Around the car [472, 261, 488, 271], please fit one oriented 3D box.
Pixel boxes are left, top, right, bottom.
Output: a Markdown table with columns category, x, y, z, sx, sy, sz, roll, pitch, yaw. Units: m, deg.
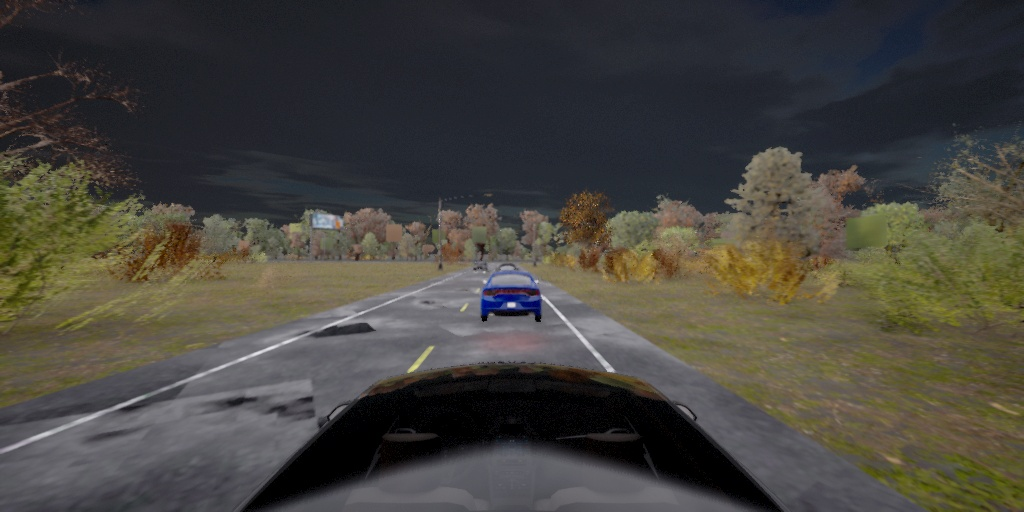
| category | x | y | z | sx | sy | sz | roll | pitch | yaw |
| --- | --- | --- | --- | --- | --- | --- | --- | --- | --- |
| car | -4.417 | 1.418 | 50.489 | 1.994 | 1.385 | 4.181 | 0 | 0 | -1 |

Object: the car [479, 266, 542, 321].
| category | x | y | z | sx | sy | sz | roll | pitch | yaw |
| --- | --- | --- | --- | --- | --- | --- | --- | --- | --- |
| car | -0.040 | 1.255 | 12.632 | 1.882 | 1.535 | 5.008 | 0 | 0 | -1 |

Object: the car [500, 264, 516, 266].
| category | x | y | z | sx | sy | sz | roll | pitch | yaw |
| --- | --- | --- | --- | --- | --- | --- | --- | --- | --- |
| car | -0.333 | 1.335 | 28.600 | 1.812 | 1.442 | 4.674 | 0 | 0 | -1 |
